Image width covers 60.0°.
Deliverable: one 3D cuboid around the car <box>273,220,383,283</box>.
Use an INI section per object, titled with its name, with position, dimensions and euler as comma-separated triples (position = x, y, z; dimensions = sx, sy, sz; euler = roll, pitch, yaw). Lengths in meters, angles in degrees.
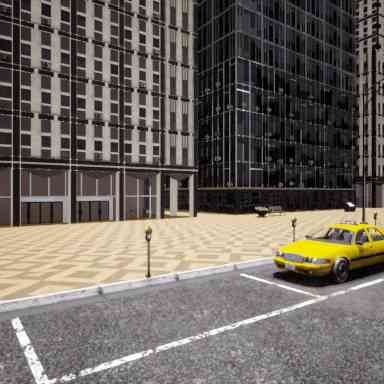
[car]
position = 4.407, 1.526, 9.653
dimensions = 4.829, 1.417, 1.752
euler = 0, 0, -35
